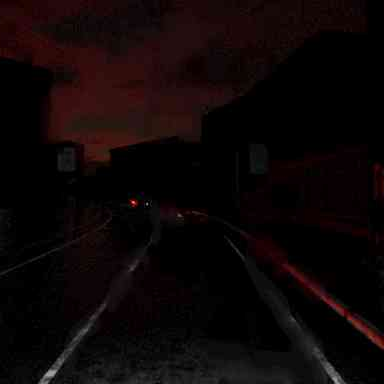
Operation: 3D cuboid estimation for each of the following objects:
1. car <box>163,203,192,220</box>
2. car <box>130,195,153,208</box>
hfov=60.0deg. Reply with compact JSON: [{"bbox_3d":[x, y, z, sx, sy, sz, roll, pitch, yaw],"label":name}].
[{"bbox_3d":[-1.242,1.493,26.723,1.895,1.301,4.718,1,1,-9],"label":"car"},{"bbox_3d":[-6.459,1.131,42.024,1.837,1.490,4.892,2,0,-27],"label":"car"}]
